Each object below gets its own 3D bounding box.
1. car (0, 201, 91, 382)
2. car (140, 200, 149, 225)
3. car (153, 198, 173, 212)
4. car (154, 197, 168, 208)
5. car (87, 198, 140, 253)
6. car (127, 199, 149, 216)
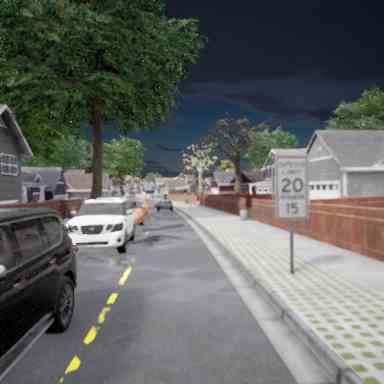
[{"bbox_3d":[-3.023,1.267,3.875,2.150,2.045,5.566,-1,0,-3],"label":"car"},{"bbox_3d":[-4.513,1.432,24.258,2.097,1.767,4.553,-1,0,-5],"label":"car"},{"bbox_3d":[-3.329,1.542,40.282,2.128,1.511,4.902,-1,0,-7],"label":"car"},{"bbox_3d":[-4.786,1.582,50.735,1.812,1.442,4.674,-1,0,-9],"label":"car"},{"bbox_3d":[-3.682,1.287,14.217,2.150,2.045,5.566,-1,0,-5],"label":"car"},{"bbox_3d":[-5.533,1.565,34.566,1.882,1.535,5.008,-1,0,-6],"label":"car"}]
